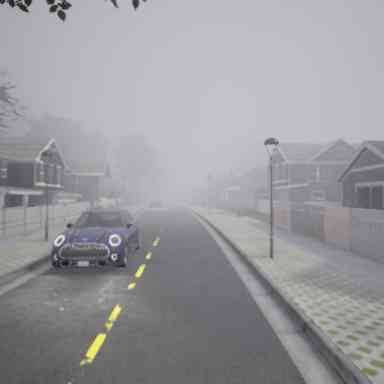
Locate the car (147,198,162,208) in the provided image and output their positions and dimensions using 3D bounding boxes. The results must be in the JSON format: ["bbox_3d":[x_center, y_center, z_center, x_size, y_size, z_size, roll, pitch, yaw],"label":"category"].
[{"bbox_3d":[-5.847,1.870,53.621,1.994,1.385,4.181,0,0,-6],"label":"car"}]

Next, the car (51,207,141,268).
[{"bbox_3d":[-3.039,1.382,11.375,2.097,1.767,4.553,0,0,-2],"label":"car"}]
